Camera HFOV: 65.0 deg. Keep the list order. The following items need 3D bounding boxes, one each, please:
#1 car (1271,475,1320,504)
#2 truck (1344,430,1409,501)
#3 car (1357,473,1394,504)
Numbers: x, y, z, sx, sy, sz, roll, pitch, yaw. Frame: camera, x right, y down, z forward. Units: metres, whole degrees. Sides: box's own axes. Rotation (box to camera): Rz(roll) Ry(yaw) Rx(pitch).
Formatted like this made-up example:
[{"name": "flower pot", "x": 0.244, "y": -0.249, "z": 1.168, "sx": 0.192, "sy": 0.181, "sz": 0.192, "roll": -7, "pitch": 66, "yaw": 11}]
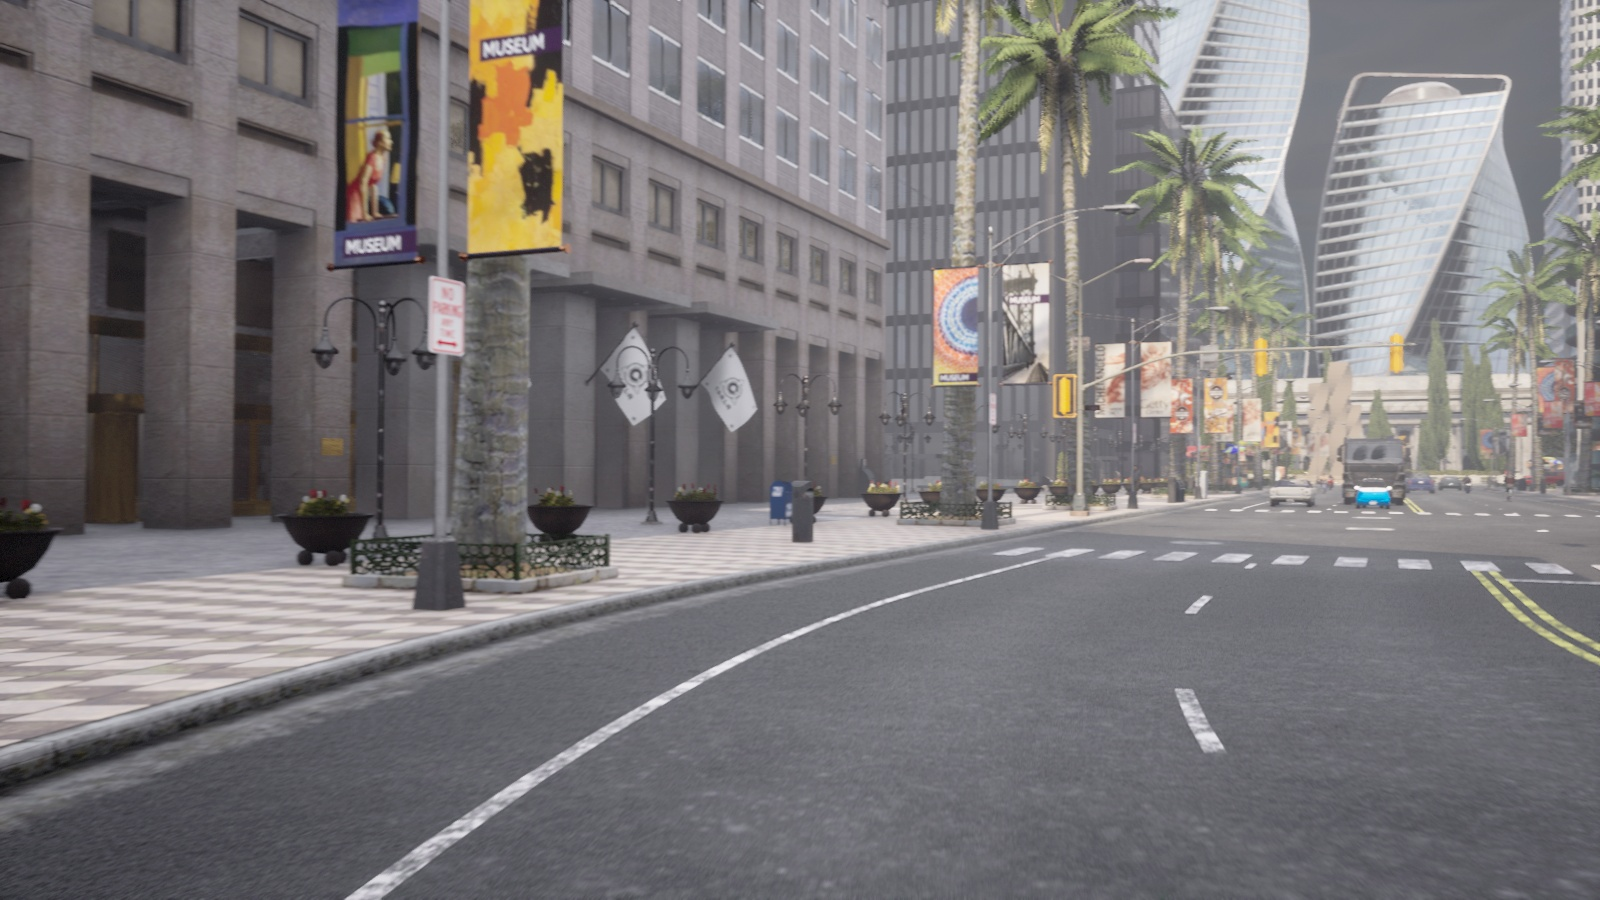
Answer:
[{"name": "car", "x": 23.820, "y": 1.858, "z": 60.305, "sx": 1.895, "sy": 1.301, "sz": 4.718, "roll": -1, "pitch": -1, "yaw": 25}, {"name": "truck", "x": 30.095, "y": 0.845, "z": 65.549, "sx": 2.891, "sy": 3.462, "sz": 7.936, "roll": -1, "pitch": -1, "yaw": 25}, {"name": "car", "x": 26.031, "y": 1.746, "z": 56.759, "sx": 1.481, "sy": 1.376, "sz": 2.207, "roll": -1, "pitch": -1, "yaw": 25}]
